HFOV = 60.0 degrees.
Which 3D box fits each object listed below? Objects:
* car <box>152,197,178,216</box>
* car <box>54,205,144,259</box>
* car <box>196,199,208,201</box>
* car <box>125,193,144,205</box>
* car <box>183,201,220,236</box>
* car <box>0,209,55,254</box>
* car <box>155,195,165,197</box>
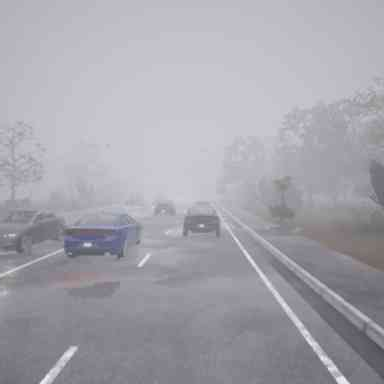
[{"bbox_3d":[-2.533,1.494,32.558,1.837,1.490,4.892,0,0,2],"label":"car"},{"bbox_3d":[-3.148,1.470,12.683,1.882,1.535,5.008,0,0,1],"label":"car"},{"bbox_3d":[1.097,1.486,36.641,2.128,1.511,4.902,0,0,2],"label":"car"},{"bbox_3d":[-9.043,1.195,53.138,2.150,2.045,5.566,0,0,2],"label":"car"},{"bbox_3d":[0.532,1.475,18.538,1.882,1.535,5.008,0,0,2],"label":"car"},{"bbox_3d":[-6.827,1.478,13.539,2.128,1.511,4.902,0,0,2],"label":"car"},{"bbox_3d":[-5.460,1.332,55.726,2.097,1.767,4.553,0,0,2],"label":"car"}]
